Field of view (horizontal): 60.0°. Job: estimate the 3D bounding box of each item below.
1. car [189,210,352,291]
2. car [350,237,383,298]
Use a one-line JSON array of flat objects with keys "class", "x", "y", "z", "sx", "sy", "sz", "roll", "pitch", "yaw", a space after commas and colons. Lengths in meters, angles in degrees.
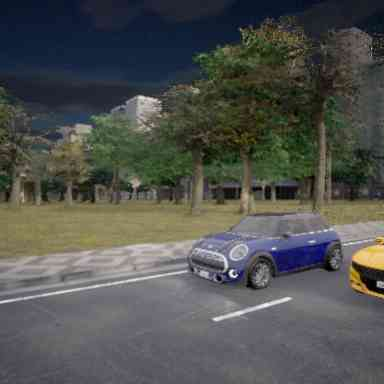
[{"class": "car", "x": 2.120, "y": 1.357, "z": 9.191, "sx": 4.553, "sy": 1.767, "sz": 2.097, "roll": 0, "pitch": 0, "yaw": -36}, {"class": "car", "x": 5.638, "y": 1.484, "z": 7.710, "sx": 5.008, "sy": 1.535, "sz": 1.882, "roll": 0, "pitch": 0, "yaw": -36}]
